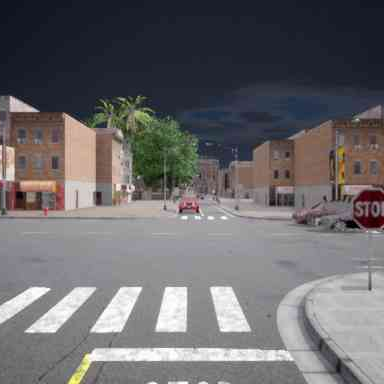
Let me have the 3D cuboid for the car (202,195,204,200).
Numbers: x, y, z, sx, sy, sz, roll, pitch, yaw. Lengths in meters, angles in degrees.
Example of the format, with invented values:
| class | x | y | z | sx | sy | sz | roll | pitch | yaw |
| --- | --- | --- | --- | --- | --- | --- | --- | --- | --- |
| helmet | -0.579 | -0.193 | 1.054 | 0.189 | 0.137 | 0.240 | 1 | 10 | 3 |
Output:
| class | x | y | z | sx | sy | sz | roll | pitch | yaw |
| --- | --- | --- | --- | --- | --- | --- | --- | --- | --- |
| car | 2.466 | 1.587 | 95.605 | 1.947 | 1.339 | 4.313 | 0 | 0 | 0 |

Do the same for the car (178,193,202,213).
| class | x | y | z | sx | sy | sz | roll | pitch | yaw |
| --- | --- | --- | --- | --- | --- | --- | --- | --- | --- |
| car | -0.312 | 1.248 | 37.346 | 2.150 | 2.045 | 5.566 | 0 | 0 | 0 |

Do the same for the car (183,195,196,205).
| class | x | y | z | sx | sy | sz | roll | pitch | yaw |
| --- | --- | --- | --- | --- | --- | --- | --- | --- | --- |
| car | -0.405 | 1.379 | 59.081 | 2.097 | 1.767 | 4.553 | 0 | 0 | 0 |

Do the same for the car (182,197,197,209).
| class | x | y | z | sx | sy | sz | roll | pitch | yaw |
| --- | --- | --- | --- | --- | --- | --- | --- | --- | --- |
| car | -0.362 | 1.519 | 47.744 | 2.128 | 1.511 | 4.902 | 0 | 0 | 0 |

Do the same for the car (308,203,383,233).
| class | x | y | z | sx | sy | sz | roll | pitch | yaw |
| --- | --- | --- | --- | --- | --- | --- | --- | --- | --- |
| car | 9.849 | 1.603 | 19.708 | 4.902 | 1.511 | 2.128 | 1 | 0 | 0 |

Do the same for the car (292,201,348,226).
| class | x | y | z | sx | sy | sz | roll | pitch | yaw |
| --- | --- | --- | --- | --- | --- | --- | --- | --- | --- |
| car | 9.305 | 1.457 | 22.954 | 4.553 | 1.767 | 2.097 | 1 | 0 | 0 |
